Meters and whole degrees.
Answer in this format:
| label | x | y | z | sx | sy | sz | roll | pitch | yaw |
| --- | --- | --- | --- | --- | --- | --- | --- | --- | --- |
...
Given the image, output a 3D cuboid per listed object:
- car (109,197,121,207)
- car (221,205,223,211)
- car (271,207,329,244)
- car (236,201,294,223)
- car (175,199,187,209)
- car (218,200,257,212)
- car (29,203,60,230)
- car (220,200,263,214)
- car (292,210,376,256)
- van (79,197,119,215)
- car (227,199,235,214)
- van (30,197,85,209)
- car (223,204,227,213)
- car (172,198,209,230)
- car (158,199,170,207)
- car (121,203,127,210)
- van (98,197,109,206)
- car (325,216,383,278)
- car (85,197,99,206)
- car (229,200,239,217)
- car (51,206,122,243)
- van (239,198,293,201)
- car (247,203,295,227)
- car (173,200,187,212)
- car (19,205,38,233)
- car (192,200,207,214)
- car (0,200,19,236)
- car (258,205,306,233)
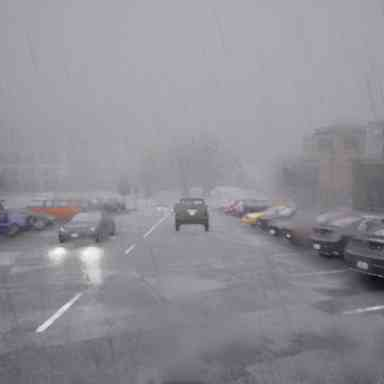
| label | x | y | z | sx | sy | sz | roll | pitch | yaw |
| --- | --- | --- | --- | --- | --- | --- | --- | --- | --- |
| car | -10.995 | 1.560 | 36.405 | 5.566 | 2.045 | 2.435 | -1 | -1 | -19 |
| car | 6.118 | 1.657 | 38.253 | 4.553 | 1.767 | 2.185 | 1 | -1 | -21 |
| car | 6.368 | 1.586 | 14.721 | 5.008 | 1.535 | 2.097 | 1 | 0 | -20 |
| car | 6.123 | 1.654 | 23.465 | 5.366 | 1.575 | 1.946 | 1 | 0 | -20 |
| car | -1.770 | 1.952 | 55.160 | 1.812 | 1.442 | 4.674 | 0 | 0 | -1 |
| car | 6.075 | 1.872 | 44.158 | 4.674 | 1.452 | 2.002 | 1 | 0 | -21 |
| car | -11.331 | 1.682 | 21.378 | 4.892 | 1.521 | 2.231 | -1 | -1 | -19 |
| car | 6.084 | 1.837 | 41.196 | 4.792 | 1.488 | 2.163 | 1 | 0 | -21 |
| car | 6.371 | 1.562 | 11.787 | 4.892 | 1.521 | 2.231 | 1 | -1 | -20 |
| van | -11.063 | 1.613 | 39.349 | 4.442 | 1.987 | 1.878 | -1 | 0 | -19 |
| car | 6.184 | 1.607 | 32.353 | 4.553 | 1.767 | 2.185 | 1 | -1 | -21 |
| van | -11.327 | 1.509 | 27.347 | 4.442 | 1.987 | 1.878 | -1 | 0 | -19 |
| car | 6.207 | 1.788 | 35.321 | 4.792 | 1.488 | 2.163 | 1 | -1 | -21 |
| car | 0.010 | 1.409 | 22.792 | 2.150 | 2.045 | 5.566 | 0 | 0 | 0 |
| car | -4.929 | 1.958 | 59.691 | 2.033 | 1.411 | 5.357 | 0 | 1 | 0 |
| car | -10.878 | 1.864 | 42.384 | 5.008 | 1.535 | 2.097 | -1 | 0 | -19 |
| van | -10.979 | 1.559 | 33.435 | 4.442 | 1.987 | 1.878 | -1 | -1 | -19 |
| car | 6.381 | 1.538 | 8.854 | 4.892 | 1.521 | 2.231 | 1 | -1 | -20 |
| car | -11.123 | 1.634 | 30.398 | 4.553 | 1.767 | 2.185 | -1 | 0 | -19 |
| car | 6.251 | 1.709 | 29.409 | 5.008 | 1.535 | 2.097 | 1 | 0 | -21 |
| car | -5.136 | 1.664 | 16.913 | 1.812 | 1.442 | 4.674 | 0 | -1 | 0 |
| van | 6.385 | 1.460 | 26.510 | 4.442 | 1.987 | 1.878 | 1 | -1 | -20 |
| car | 6.329 | 1.635 | 20.594 | 5.008 | 1.535 | 2.097 | 1 | 0 | -20 |
| car | -1.621 | 1.887 | 45.688 | 1.837 | 1.490 | 4.892 | 0 | -1 | -1 |
| car | -11.389 | 1.684 | 18.358 | 4.792 | 1.488 | 2.163 | -1 | 0 | -19 |
| car | 0.922 | 1.854 | 42.089 | 1.837 | 1.490 | 4.892 | 0 | -1 | 1 |
| car | -11.426 | 1.377 | 15.345 | 5.566 | 2.045 | 2.435 | -1 | 0 | -20 |
| car | 6.313 | 1.639 | 17.648 | 4.792 | 1.488 | 2.163 | 1 | 0 | -20 |
